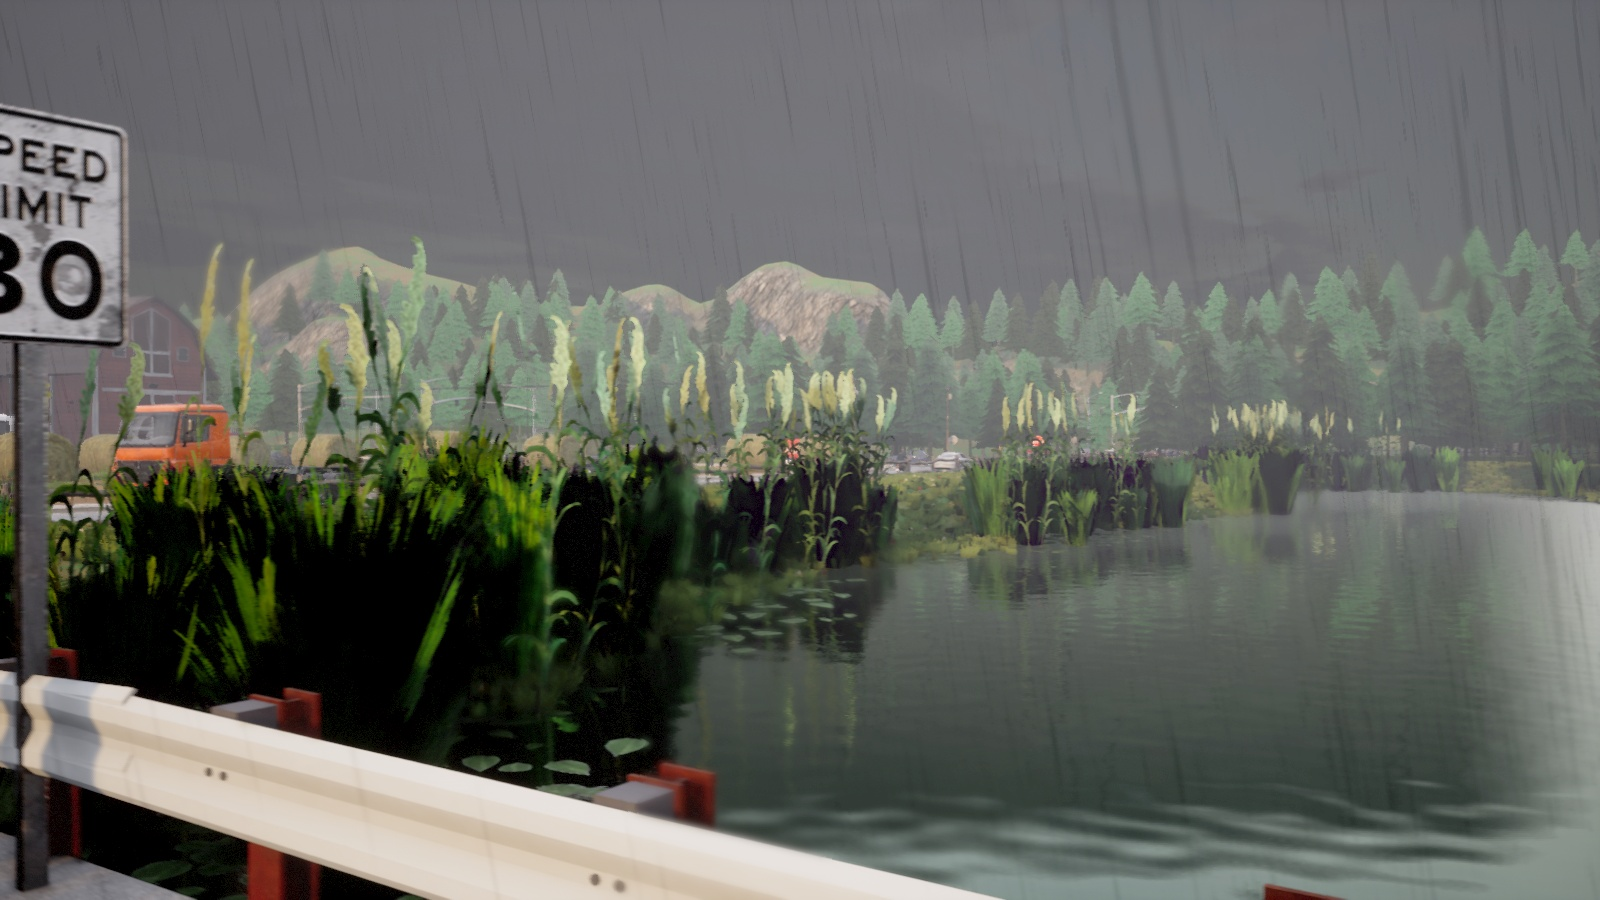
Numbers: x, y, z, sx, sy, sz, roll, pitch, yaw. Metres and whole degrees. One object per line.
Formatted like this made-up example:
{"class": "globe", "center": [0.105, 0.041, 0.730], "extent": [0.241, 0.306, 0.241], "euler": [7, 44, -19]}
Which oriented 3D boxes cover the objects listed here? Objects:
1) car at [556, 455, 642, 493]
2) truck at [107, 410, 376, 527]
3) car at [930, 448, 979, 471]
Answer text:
{"class": "car", "center": [-9.216, 1.103, 57.893], "extent": [1.851, 1.617, 3.988], "euler": [-1, 0, 28]}
{"class": "truck", "center": [-18.143, 0.507, 41.484], "extent": [2.891, 3.462, 7.936], "euler": [-1, 0, 29]}
{"class": "car", "center": [10.782, 0.642, 87.377], "extent": [1.812, 1.442, 4.674], "euler": [-1, 0, 28]}
